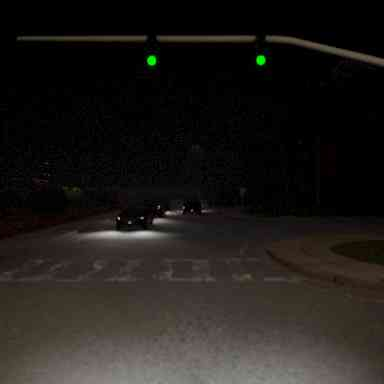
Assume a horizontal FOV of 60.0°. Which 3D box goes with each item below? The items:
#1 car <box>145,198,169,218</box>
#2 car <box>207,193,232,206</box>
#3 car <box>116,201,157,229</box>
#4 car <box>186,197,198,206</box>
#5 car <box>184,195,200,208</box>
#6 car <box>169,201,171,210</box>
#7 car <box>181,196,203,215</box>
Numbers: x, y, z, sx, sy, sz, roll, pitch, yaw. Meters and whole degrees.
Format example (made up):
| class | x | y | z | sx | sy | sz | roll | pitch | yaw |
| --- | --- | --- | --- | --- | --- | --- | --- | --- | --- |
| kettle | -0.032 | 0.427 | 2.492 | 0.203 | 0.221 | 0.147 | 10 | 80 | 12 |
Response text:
| class | x | y | z | sx | sy | sz | roll | pitch | yaw |
| --- | --- | --- | --- | --- | --- | --- | --- | --- | --- |
| car | -3.581 | 1.343 | 30.451 | 2.097 | 1.767 | 4.553 | 0 | 0 | 0 |
| car | 4.175 | 1.130 | 49.907 | 1.905 | 1.878 | 3.866 | -8 | 3 | -42 |
| car | -3.591 | 1.513 | 21.547 | 1.812 | 1.442 | 4.674 | 0 | 0 | 0 |
| car | 0.015 | 1.538 | 57.365 | 2.033 | 1.411 | 5.357 | 0 | 0 | 0 |
| car | 0.005 | 1.293 | 48.142 | 2.097 | 1.767 | 4.553 | 0 | -1 | 0 |
| car | -3.555 | 1.496 | 39.595 | 1.837 | 1.490 | 4.892 | 0 | 0 | 0 |
| car | 0.009 | 1.493 | 34.138 | 1.837 | 1.490 | 4.892 | 0 | 0 | 0 |
